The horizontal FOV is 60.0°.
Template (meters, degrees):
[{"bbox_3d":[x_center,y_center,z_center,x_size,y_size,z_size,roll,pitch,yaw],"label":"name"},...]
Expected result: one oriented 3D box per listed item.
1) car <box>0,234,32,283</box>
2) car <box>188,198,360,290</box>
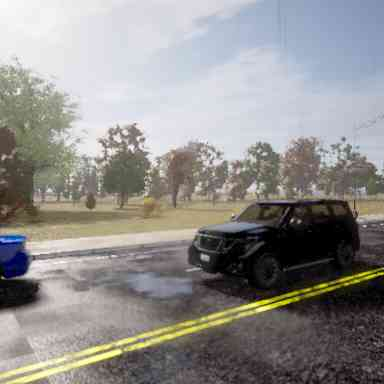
[{"bbox_3d":[-6.257,1.479,7.203,5.008,1.535,1.882,0,0,-35],"label":"car"},{"bbox_3d":[2.564,1.212,9.486,5.566,2.045,2.150,0,0,-35],"label":"car"}]
